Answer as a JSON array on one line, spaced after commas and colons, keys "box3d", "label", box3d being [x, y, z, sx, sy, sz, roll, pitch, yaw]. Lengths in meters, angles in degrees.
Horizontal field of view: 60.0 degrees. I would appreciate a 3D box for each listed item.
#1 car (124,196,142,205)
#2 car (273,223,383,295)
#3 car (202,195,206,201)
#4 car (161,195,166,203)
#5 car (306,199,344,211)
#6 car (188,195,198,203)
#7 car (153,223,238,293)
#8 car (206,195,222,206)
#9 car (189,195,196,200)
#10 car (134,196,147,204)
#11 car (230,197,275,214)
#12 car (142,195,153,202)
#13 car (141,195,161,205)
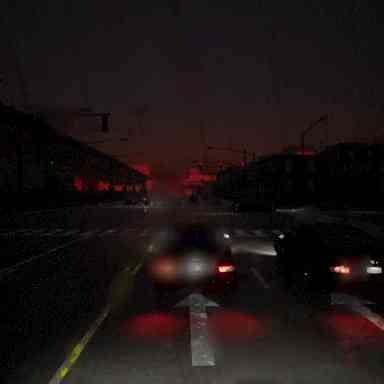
[{"box3d": [-10.434, 1.478, 57.264, 1.882, 1.535, 5.008, 0, 0, 0], "label": "car"}, {"box3d": [3.581, 1.547, 8.892, 2.033, 1.411, 5.357, 0, 0, 2], "label": "car"}, {"box3d": [3.709, 1.525, 87.929, 2.128, 1.511, 4.902, 0, 0, 0], "label": "car"}, {"box3d": [-6.867, 1.601, 66.379, 1.895, 1.301, 4.718, 0, 0, 1], "label": "car"}, {"box3d": [15.948, 1.564, 40.022, 4.181, 1.385, 1.994, 0, 0, 2], "label": "car"}, {"box3d": [0.260, 1.547, 66.962, 2.033, 1.411, 5.357, 0, 0, 0], "label": "car"}, {"box3d": [0.090, 1.547, 9.000, 2.033, 1.411, 5.357, 0, 0, 0], "label": "car"}, {"box3d": [3.668, 1.525, 53.827, 1.812, 1.442, 4.674, 0, 0, 0], "label": "car"}, {"box3d": [0.223, 1.500, 93.793, 1.837, 1.490, 4.892, 0, 0, 0], "label": "car"}, {"box3d": [-10.360, 1.504, 66.723, 1.837, 1.490, 4.892, 0, 0, 1], "label": "car"}, {"box3d": [6.362, 1.351, 35.260, 4.553, 1.767, 2.097, 0, 0, -15], "label": "car"}, {"box3d": [-10.317, 1.478, 76.858, 1.882, 1.535, 5.008, 0, 0, 0], "label": "car"}, {"box3d": [-6.935, 1.601, 57.052, 1.895, 1.301, 4.718, 0, 0, 0], "label": "car"}]
